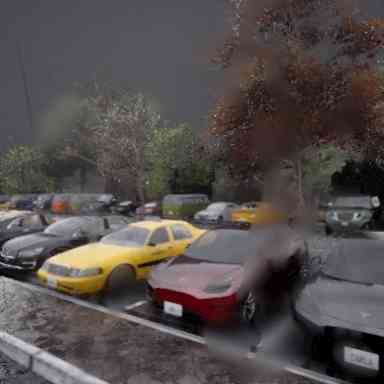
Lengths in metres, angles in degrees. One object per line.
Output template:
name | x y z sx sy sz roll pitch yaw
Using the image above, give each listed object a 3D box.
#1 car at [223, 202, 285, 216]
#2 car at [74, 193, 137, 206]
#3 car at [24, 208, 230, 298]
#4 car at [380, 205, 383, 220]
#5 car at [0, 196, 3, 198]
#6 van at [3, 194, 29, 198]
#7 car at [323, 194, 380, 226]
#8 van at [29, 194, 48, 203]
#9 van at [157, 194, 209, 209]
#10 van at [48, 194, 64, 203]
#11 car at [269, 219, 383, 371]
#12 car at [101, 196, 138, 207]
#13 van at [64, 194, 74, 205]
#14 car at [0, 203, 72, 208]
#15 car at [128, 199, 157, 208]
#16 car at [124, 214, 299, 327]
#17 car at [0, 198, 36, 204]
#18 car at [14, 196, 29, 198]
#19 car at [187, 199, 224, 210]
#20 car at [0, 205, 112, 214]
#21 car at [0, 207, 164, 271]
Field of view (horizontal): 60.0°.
car | 4.335 1.392 21.192 2.097 1.535 5.008 0 0 36
car | -7.012 1.153 29.352 2.435 2.045 5.566 0 0 36
car | -1.257 1.460 8.876 1.946 1.575 5.366 0 0 36
car | 11.060 1.134 16.309 2.435 2.045 5.566 0 0 36
car | -20.460 1.531 38.868 1.946 1.575 5.366 -1 0 36
van | -18.180 1.261 37.304 1.878 1.987 4.442 -1 0 36
car | 8.814 1.136 17.930 2.435 2.045 5.566 0 0 36
van | -13.809 1.185 34.149 1.878 1.987 4.442 -1 0 36
van | -0.188 1.170 24.606 1.878 1.987 4.442 0 0 36
van | -11.318 1.182 32.639 1.878 1.987 4.442 0 0 36
car | 3.337 1.487 5.753 2.163 1.488 4.792 0 0 36
car | -4.650 1.401 27.677 2.097 1.535 5.008 0 0 36
van | -9.173 1.180 31.091 1.878 1.987 4.442 0 0 36
car | -8.010 1.467 13.750 1.946 1.575 5.366 0 0 36
car | -2.401 1.439 26.058 2.002 1.452 4.674 0 0 36
car | 1.086 1.490 7.378 2.163 1.488 4.792 0 0 36
car | -10.171 1.346 15.499 2.185 1.767 4.553 0 0 36
car | -15.859 1.439 35.780 2.097 1.535 5.008 -1 0 36
car | 1.993 1.434 22.893 2.002 1.452 4.674 0 0 36
car | -5.654 1.468 12.270 2.231 1.521 4.892 0 0 36
car | -3.395 1.466 10.656 2.231 1.521 4.892 0 0 36
